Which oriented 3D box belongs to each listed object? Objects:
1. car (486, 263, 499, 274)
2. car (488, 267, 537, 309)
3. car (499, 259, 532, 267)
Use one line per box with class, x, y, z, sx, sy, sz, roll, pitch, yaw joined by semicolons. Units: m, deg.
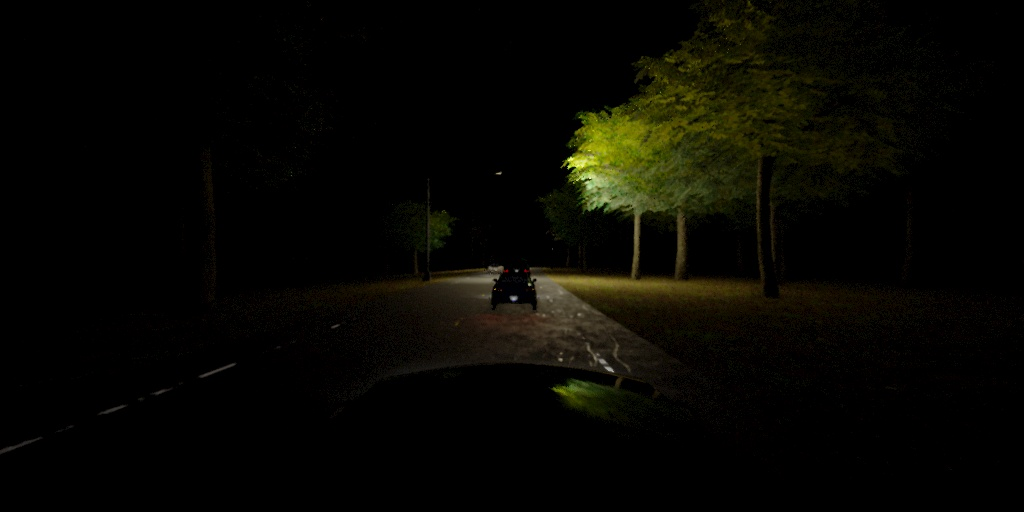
car;-2.394;1.728;48.814;1.812;1.442;4.674;0;0;2
car;0.128;1.409;15.701;1.812;1.442;4.674;0;0;1
car;0.421;1.241;29.367;2.150;2.045;5.566;0;0;2
